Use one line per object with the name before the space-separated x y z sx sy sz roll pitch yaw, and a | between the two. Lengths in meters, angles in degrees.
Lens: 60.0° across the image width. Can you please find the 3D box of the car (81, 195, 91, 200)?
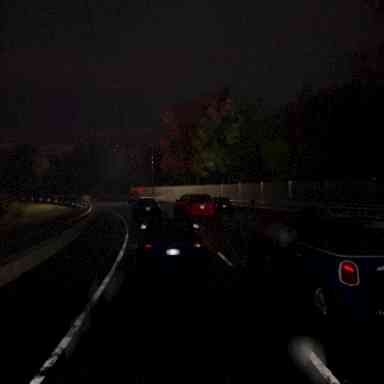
car | -27.016 1.431 84.765 1.812 1.442 4.674 0 0 -26

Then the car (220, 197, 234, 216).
car | 2.213 1.275 31.604 2.097 1.767 4.553 0 0 -18

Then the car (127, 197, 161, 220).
car | -3.863 1.306 27.184 2.097 1.767 4.553 0 0 -15

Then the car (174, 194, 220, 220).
car | 0.057 1.164 26.151 2.150 2.045 5.566 0 0 -14

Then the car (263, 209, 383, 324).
car | 3.102 1.326 7.315 2.097 1.767 4.553 0 0 -4

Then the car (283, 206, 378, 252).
car | 5.841 1.474 14.761 1.812 1.442 4.674 0 0 -8

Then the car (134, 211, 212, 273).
car | -0.704 1.543 10.711 1.994 1.385 4.181 0 0 -6
